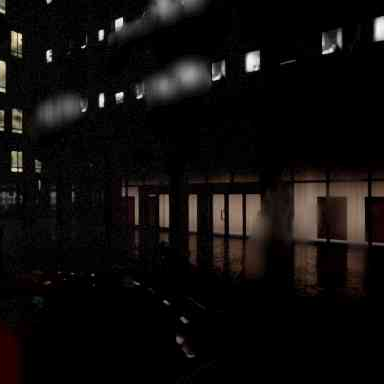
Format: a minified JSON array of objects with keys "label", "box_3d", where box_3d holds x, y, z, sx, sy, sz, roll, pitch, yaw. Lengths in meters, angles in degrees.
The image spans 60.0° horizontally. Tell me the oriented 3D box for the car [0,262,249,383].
[{"label":"car","box_3d":[-1.546,1.545,4.001,4.507,1.381,1.887,0,0,36]}]
